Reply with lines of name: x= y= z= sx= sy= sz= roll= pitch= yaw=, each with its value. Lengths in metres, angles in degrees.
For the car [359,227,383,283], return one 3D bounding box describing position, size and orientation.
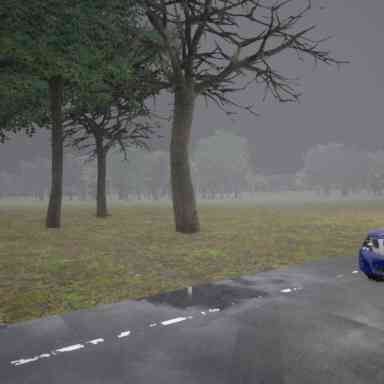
car: x=6.602 y=1.203 z=8.568 sx=5.566 sy=2.045 sz=2.150 roll=0 pitch=0 yaw=-35
